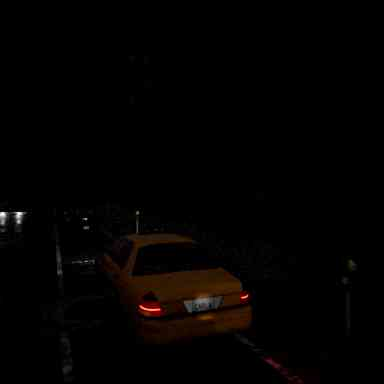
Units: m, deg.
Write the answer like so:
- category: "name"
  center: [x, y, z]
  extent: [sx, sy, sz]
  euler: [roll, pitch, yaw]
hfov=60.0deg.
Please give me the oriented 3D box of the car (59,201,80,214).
- category: "car"
  center: [-8.260, 1.551, 23.771]
  extent: [2.008, 1.369, 4.403]
  euler: [0, 0, -23]

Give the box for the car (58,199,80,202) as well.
- category: "car"
  center: [-10.387, 1.567, 28.868]
  extent: [1.947, 1.339, 4.313]
  euler: [0, 0, -23]

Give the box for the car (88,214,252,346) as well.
- category: "car"
  center: [-0.841, 1.457, 6.743]
  extent: [1.801, 1.575, 5.366]
  euler: [0, 0, -23]

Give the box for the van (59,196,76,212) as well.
- category: "van"
  center: [-14.640, 1.342, 39.064]
  extent: [1.690, 1.788, 3.998]
  euler: [0, 0, -23]

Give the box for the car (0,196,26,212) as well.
- category: "car"
  center: [-20.883, 1.527, 38.775]
  extent: [1.812, 1.442, 4.674]
  euler: [0, 0, -22]

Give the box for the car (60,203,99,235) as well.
- category: "car"
  center: [-6.134, 1.551, 18.673]
  extent: [2.008, 1.369, 4.403]
  euler: [0, 0, -23]

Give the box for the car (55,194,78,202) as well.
- category: "car"
  center: [-12.514, 1.316, 33.967]
  extent: [2.192, 1.841, 5.009]
  euler: [0, 0, -23]

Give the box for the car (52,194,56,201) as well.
- category: "car"
  center: [-31.802, 1.469, 79.461]
  extent: [1.967, 1.590, 4.097]
  euler: [0, 0, -24]
